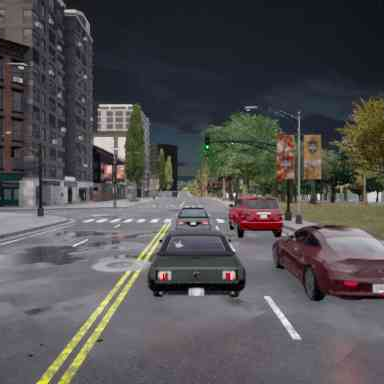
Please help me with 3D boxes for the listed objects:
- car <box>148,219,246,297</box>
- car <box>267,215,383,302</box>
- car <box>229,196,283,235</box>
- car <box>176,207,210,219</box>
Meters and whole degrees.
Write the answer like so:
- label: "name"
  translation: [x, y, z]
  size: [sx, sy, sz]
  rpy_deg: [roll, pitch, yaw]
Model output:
- label: "car"
  translation: [0.080, 1.601, 8.503]
  size: [1.895, 1.301, 4.718]
  rpy_deg: [0, 0, 0]
- label: "car"
  translation: [3.332, 1.526, 8.148]
  size: [1.812, 1.442, 4.674]
  rpy_deg: [0, 0, 0]
- label: "car"
  translation: [3.305, 1.223, 18.049]
  size: [2.150, 2.045, 5.566]
  rpy_deg: [0, 0, 0]
- label: "car"
  translation: [0.055, 1.547, 18.386]
  size: [2.033, 1.411, 5.357]
  rpy_deg: [0, 0, 0]
